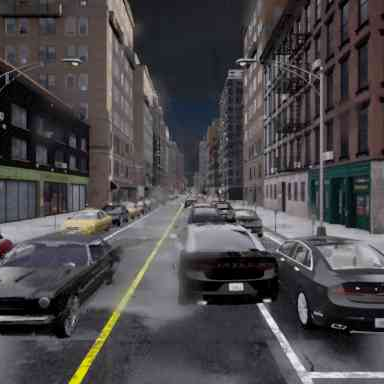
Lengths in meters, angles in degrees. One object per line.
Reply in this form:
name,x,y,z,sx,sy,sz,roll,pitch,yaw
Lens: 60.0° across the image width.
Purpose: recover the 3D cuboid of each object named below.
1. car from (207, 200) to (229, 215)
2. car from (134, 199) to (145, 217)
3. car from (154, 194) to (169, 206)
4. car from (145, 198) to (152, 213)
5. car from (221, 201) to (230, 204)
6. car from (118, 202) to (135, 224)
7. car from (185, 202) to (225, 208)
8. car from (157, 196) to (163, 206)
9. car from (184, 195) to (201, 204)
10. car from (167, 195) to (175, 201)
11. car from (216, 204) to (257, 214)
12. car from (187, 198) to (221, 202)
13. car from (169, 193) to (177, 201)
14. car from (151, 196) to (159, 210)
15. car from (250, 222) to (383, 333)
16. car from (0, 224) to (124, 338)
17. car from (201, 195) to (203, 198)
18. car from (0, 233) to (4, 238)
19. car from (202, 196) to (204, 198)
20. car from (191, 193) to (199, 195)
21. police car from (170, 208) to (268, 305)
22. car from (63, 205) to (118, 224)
car,2.579,1.560,33.783,1.947,1.339,4.313,0,0,0
car,-5.437,1.521,28.195,1.752,1.417,4.829,0,0,0
car,-5.485,1.294,55.429,2.192,1.841,5.009,0,0,0
car,-5.447,1.576,33.778,1.802,1.307,4.206,0,0,0
car,2.588,1.561,28.370,1.947,1.339,4.313,0,0,0
car,-5.427,1.562,22.953,1.947,1.339,4.313,0,0,0
car,0.685,1.502,18.246,1.837,1.490,4.892,0,0,0
car,-5.466,1.538,44.604,2.008,1.369,4.403,0,0,0
car,-0.061,1.491,45.724,1.837,1.490,4.892,0,0,1
car,-5.542,1.497,87.347,1.887,1.381,4.507,0,0,0
car,2.607,1.548,17.545,2.008,1.369,4.403,0,0,0
car,0.783,1.474,24.245,1.882,1.535,5.008,0,0,0
car,-5.532,1.508,81.892,2.008,1.369,4.403,0,0,0
car,-5.456,1.542,39.191,2.008,1.369,4.403,0,0,0
car,2.627,1.550,6.720,2.008,1.369,4.403,0,0,0
car,-2.758,1.600,6.709,1.895,1.301,4.718,0,0,0
car,2.550,1.565,50.022,1.802,1.307,4.206,0,0,0
car,-5.398,1.439,6.715,1.967,1.590,4.097,0,0,0
car,2.559,1.512,44.779,1.752,1.417,4.829,0,0,0
car,-0.104,1.454,58.788,1.882,1.535,5.008,0,0,0
police car,0.509,1.424,8.278,1.930,1.638,5.238,0,0,-6
car,-5.417,1.523,17.370,1.752,1.417,4.829,0,0,0
